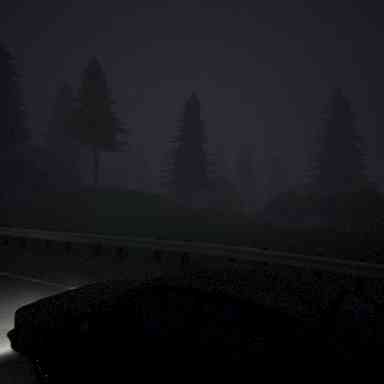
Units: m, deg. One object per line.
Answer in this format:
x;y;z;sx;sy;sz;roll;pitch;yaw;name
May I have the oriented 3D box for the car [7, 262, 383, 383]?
0.290;1.532;3.508;5.357;1.411;2.033;0;0;33;car
